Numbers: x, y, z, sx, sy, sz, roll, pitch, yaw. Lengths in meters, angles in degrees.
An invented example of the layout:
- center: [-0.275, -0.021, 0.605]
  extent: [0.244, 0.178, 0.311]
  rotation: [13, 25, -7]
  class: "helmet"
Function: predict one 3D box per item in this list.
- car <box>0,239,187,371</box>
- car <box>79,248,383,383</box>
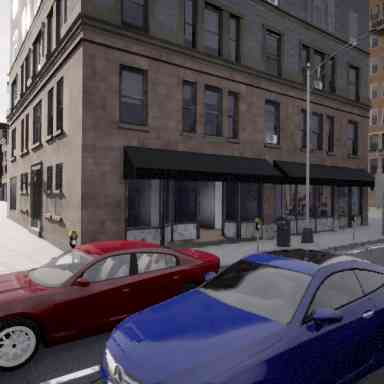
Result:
- center: [-1.518, 1.545, 5.672]
  extent: [4.507, 1.381, 1.887]
  rotation: [0, 1, -35]
  class: "car"
- center: [1.230, 1.526, 4.238]
  extent: [4.674, 1.442, 1.812]
  rotation: [0, 0, -35]
  class: "car"
